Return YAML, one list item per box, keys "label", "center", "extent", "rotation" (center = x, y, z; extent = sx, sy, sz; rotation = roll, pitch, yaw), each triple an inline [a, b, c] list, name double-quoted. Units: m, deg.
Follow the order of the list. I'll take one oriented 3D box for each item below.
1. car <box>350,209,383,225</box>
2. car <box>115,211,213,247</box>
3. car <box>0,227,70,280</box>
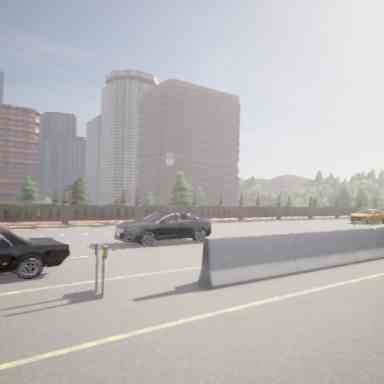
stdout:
- label: "car"
  center: [18.169, 2.489, 34.173]
  extent: [5.008, 1.535, 1.882]
  rotation: [3, -1, -35]
- label: "car"
  center: [-1.236, 1.682, 16.016]
  extent: [4.902, 1.511, 2.128]
  rotation: [2, -1, -36]
- label: "car"
  center: [-5.769, 1.603, 8.478]
  extent: [4.718, 1.301, 1.895]
  rotation: [1, 0, -36]
